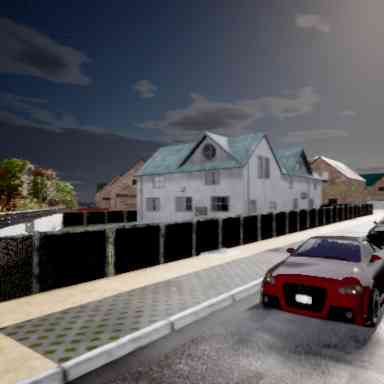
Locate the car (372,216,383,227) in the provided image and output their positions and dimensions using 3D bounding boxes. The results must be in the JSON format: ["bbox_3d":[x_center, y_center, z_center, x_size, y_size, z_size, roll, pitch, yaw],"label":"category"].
[{"bbox_3d":[9.353,1.748,15.103,1.994,1.385,4.181,-2,-2,38],"label":"car"}]

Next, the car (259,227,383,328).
[{"bbox_3d":[3.162,1.679,7.324,1.994,1.385,4.181,-2,-2,38],"label":"car"}]
